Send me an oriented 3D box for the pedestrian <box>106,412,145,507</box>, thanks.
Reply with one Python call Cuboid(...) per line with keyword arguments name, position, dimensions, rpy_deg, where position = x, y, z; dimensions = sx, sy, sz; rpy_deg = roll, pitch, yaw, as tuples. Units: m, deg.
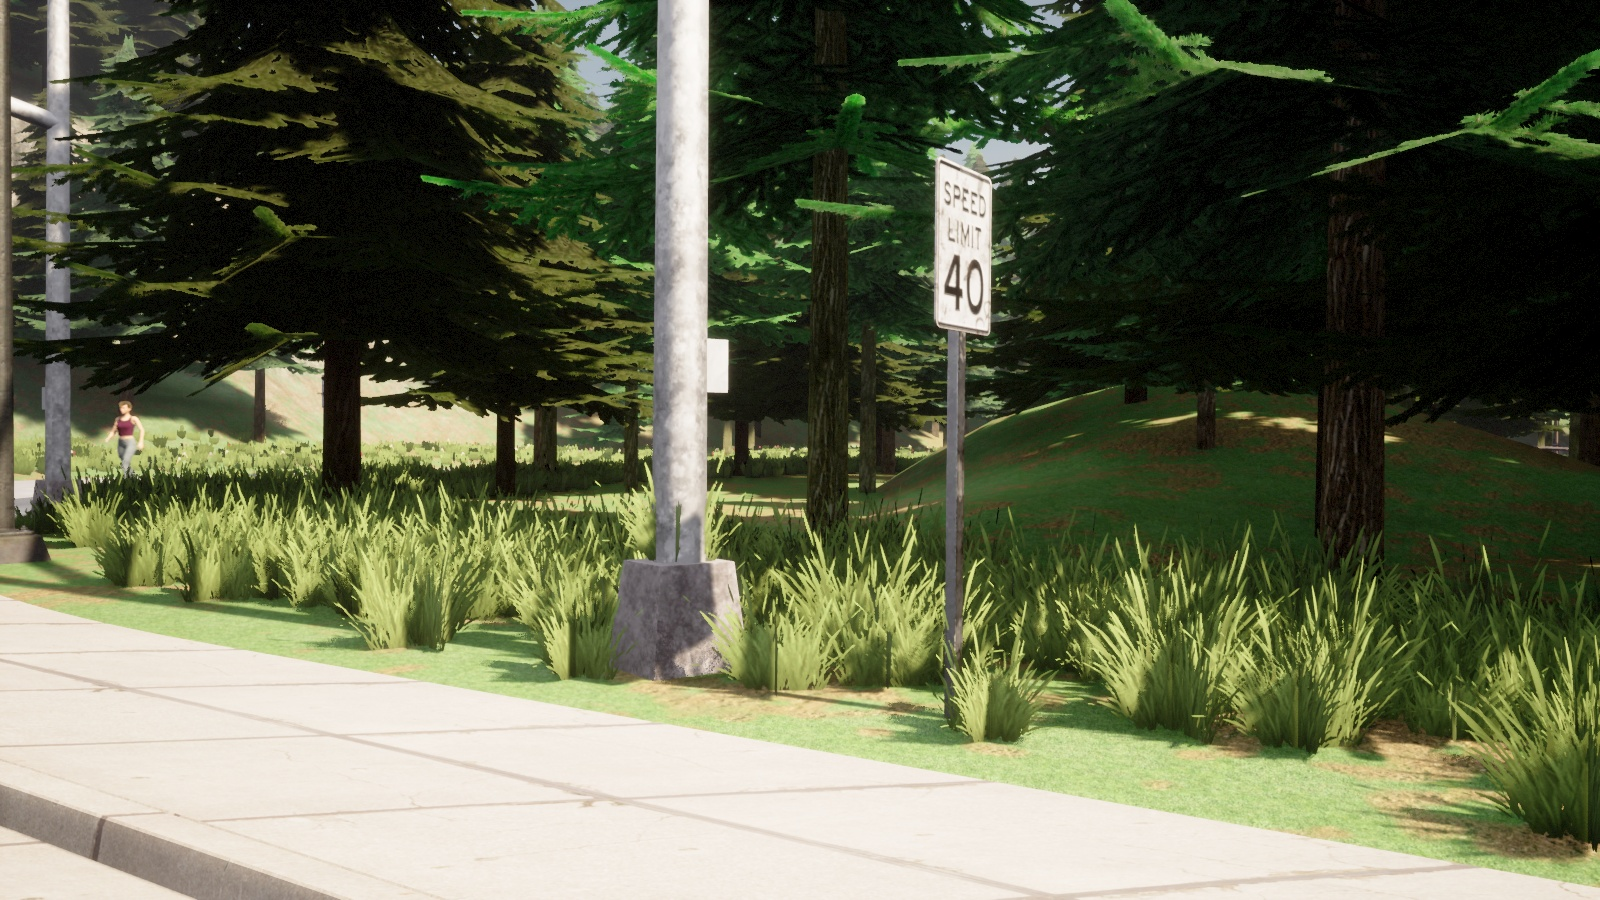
Cuboid(name="pedestrian", position=(-13.153, 0.178, 24.512), dimensions=(0.345, 1.836, 0.594), rpy_deg=(0, 1, 11))
